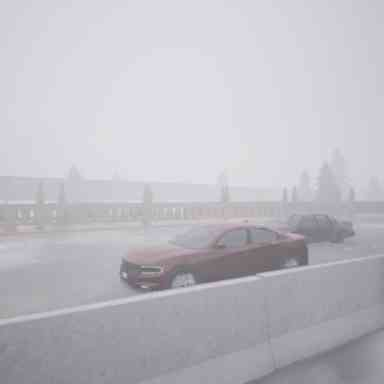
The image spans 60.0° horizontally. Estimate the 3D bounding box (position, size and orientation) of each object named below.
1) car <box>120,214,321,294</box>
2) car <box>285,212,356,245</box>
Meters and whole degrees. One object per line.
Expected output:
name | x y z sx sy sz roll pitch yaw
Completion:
car | 0.725 1.499 8.318 5.008 1.535 1.882 0 0 -31
car | 4.816 1.605 14.687 5.357 1.411 2.033 0 0 -27
